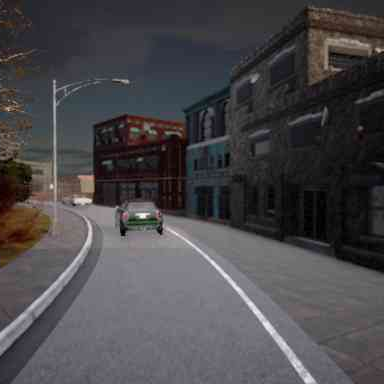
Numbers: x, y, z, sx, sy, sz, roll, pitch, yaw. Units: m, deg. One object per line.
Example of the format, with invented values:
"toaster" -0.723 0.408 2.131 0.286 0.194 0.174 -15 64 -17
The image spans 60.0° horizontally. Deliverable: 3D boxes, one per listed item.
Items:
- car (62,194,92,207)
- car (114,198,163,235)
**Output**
"car" -12.786 0.905 36.555 1.895 1.301 4.718 -1 2 -38
"car" -2.946 1.145 17.751 2.097 1.767 4.553 0 1 -17
